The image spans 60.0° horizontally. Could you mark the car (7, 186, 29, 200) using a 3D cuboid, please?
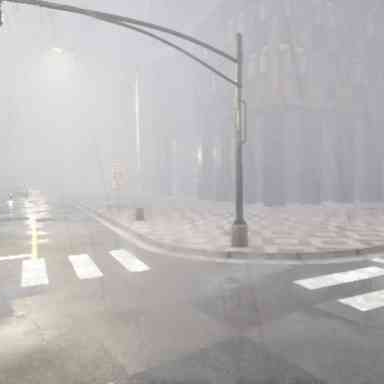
[{"bbox_3d":[-19.907,0.069,38.231,1.812,1.442,4.674,-2,3,-25],"label":"car"}]
